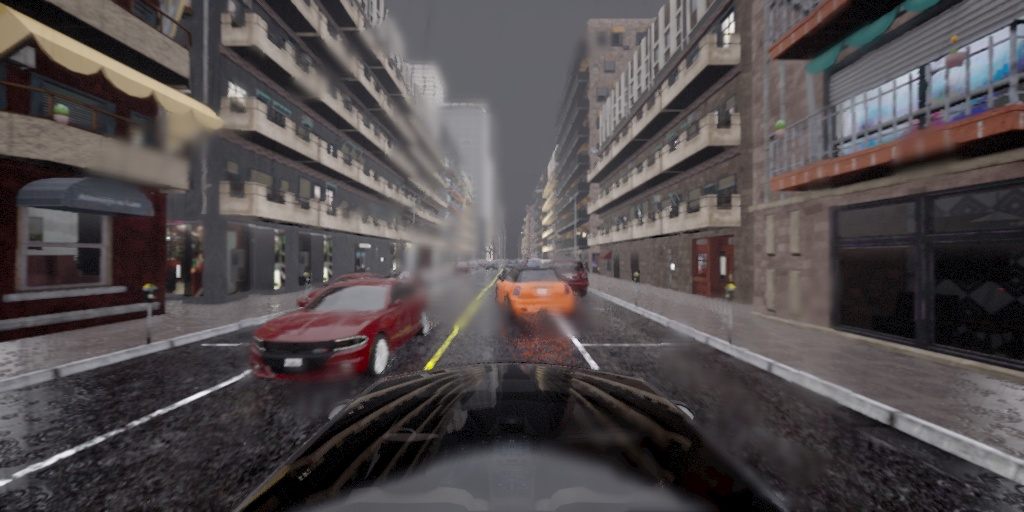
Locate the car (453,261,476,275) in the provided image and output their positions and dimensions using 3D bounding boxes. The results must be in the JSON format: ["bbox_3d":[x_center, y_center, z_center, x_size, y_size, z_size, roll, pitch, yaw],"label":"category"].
[{"bbox_3d":[-5.676,1.386,41.592,1.888,1.381,4.507,0,0,0],"label":"car"}]

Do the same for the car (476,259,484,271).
[{"bbox_3d":[-5.672,1.420,52.957,2.007,1.370,4.403,0,0,0],"label":"car"}]

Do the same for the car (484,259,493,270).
[{"bbox_3d":[-2.981,1.424,54.178,2.033,1.411,5.357,0,0,0],"label":"car"}]

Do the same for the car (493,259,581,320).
[{"bbox_3d":[0.658,1.126,12.970,2.097,1.767,4.553,0,0,-8],"label":"car"}]

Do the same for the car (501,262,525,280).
[{"bbox_3d":[0.108,1.314,33.793,2.128,1.511,4.902,0,0,0],"label":"car"}]

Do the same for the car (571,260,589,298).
[{"bbox_3d":[2.696,1.102,18.861,2.192,1.841,5.009,0,0,0],"label":"car"}]

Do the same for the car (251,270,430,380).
[{"bbox_3d":[-3.098,1.240,7.577,1.882,1.535,5.008,0,0,0],"label":"car"}]
